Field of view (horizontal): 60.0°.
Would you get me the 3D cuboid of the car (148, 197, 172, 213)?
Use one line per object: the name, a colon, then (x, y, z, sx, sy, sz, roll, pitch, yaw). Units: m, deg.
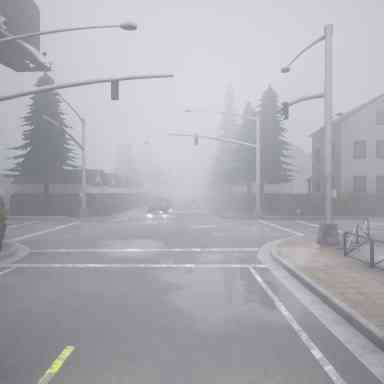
car: (-3.666, 1.352, 37.036, 2.097, 1.767, 4.553, 0, 0, 0)

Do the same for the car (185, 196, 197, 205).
car: (-0.108, 1.491, 59.238, 2.128, 1.511, 4.902, 0, 0, 0)
